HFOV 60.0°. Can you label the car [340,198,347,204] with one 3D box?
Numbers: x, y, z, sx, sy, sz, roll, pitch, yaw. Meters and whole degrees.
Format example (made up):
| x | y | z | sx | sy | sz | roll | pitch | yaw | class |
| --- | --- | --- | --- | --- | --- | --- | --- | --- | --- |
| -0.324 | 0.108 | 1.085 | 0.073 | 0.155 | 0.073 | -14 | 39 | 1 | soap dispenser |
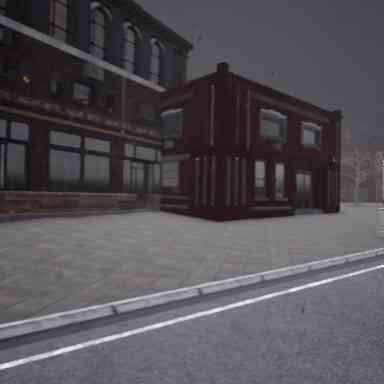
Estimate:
| x | y | z | sx | sy | sz | roll | pitch | yaw | class |
| --- | --- | --- | --- | --- | --- | --- | --- | --- | --- |
| 25.710 | 1.359 | 61.188 | 2.033 | 1.411 | 5.357 | 1 | 0 | -22 | car |
